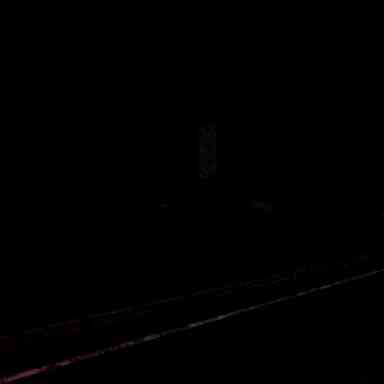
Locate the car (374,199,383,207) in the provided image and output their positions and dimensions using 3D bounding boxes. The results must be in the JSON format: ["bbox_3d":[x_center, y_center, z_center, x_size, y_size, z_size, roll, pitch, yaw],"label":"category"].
[{"bbox_3d":[28.479,1.333,46.944,2.097,1.535,5.008,0,0,-36],"label":"car"}]

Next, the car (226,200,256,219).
[{"bbox_3d":[2.743,1.401,28.548,2.097,1.535,5.008,0,0,-36],"label":"car"}]

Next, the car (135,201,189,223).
[{"bbox_3d":[-2.578,1.456,24.731,2.002,1.452,4.674,0,0,-36],"label":"car"}]

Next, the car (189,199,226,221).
[{"bbox_3d":[0.088,1.409,26.635,2.231,1.521,4.892,0,0,-36],"label":"car"}]

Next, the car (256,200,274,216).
[{"bbox_3d":[5.309,1.434,30.374,2.002,1.452,4.674,0,0,-36],"label":"car"}]
